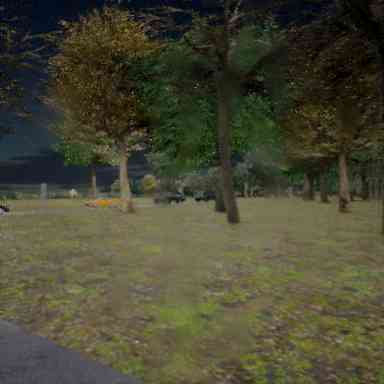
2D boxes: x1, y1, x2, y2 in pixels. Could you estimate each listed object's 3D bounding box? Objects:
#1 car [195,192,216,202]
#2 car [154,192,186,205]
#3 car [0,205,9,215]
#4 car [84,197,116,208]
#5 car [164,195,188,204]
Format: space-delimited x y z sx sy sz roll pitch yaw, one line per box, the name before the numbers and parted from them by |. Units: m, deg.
car | 2.733 0.971 65.352 2.150 2.045 5.566 -3 -1 36
car | -4.045 1.046 55.810 2.150 2.045 5.566 -3 -1 36
car | -20.652 1.568 32.611 1.837 1.490 4.892 -3 -1 36
car | -13.429 1.548 48.891 1.882 1.535 5.008 -3 -1 36
car | -3.027 1.467 63.284 1.837 1.490 4.892 -3 -1 36
